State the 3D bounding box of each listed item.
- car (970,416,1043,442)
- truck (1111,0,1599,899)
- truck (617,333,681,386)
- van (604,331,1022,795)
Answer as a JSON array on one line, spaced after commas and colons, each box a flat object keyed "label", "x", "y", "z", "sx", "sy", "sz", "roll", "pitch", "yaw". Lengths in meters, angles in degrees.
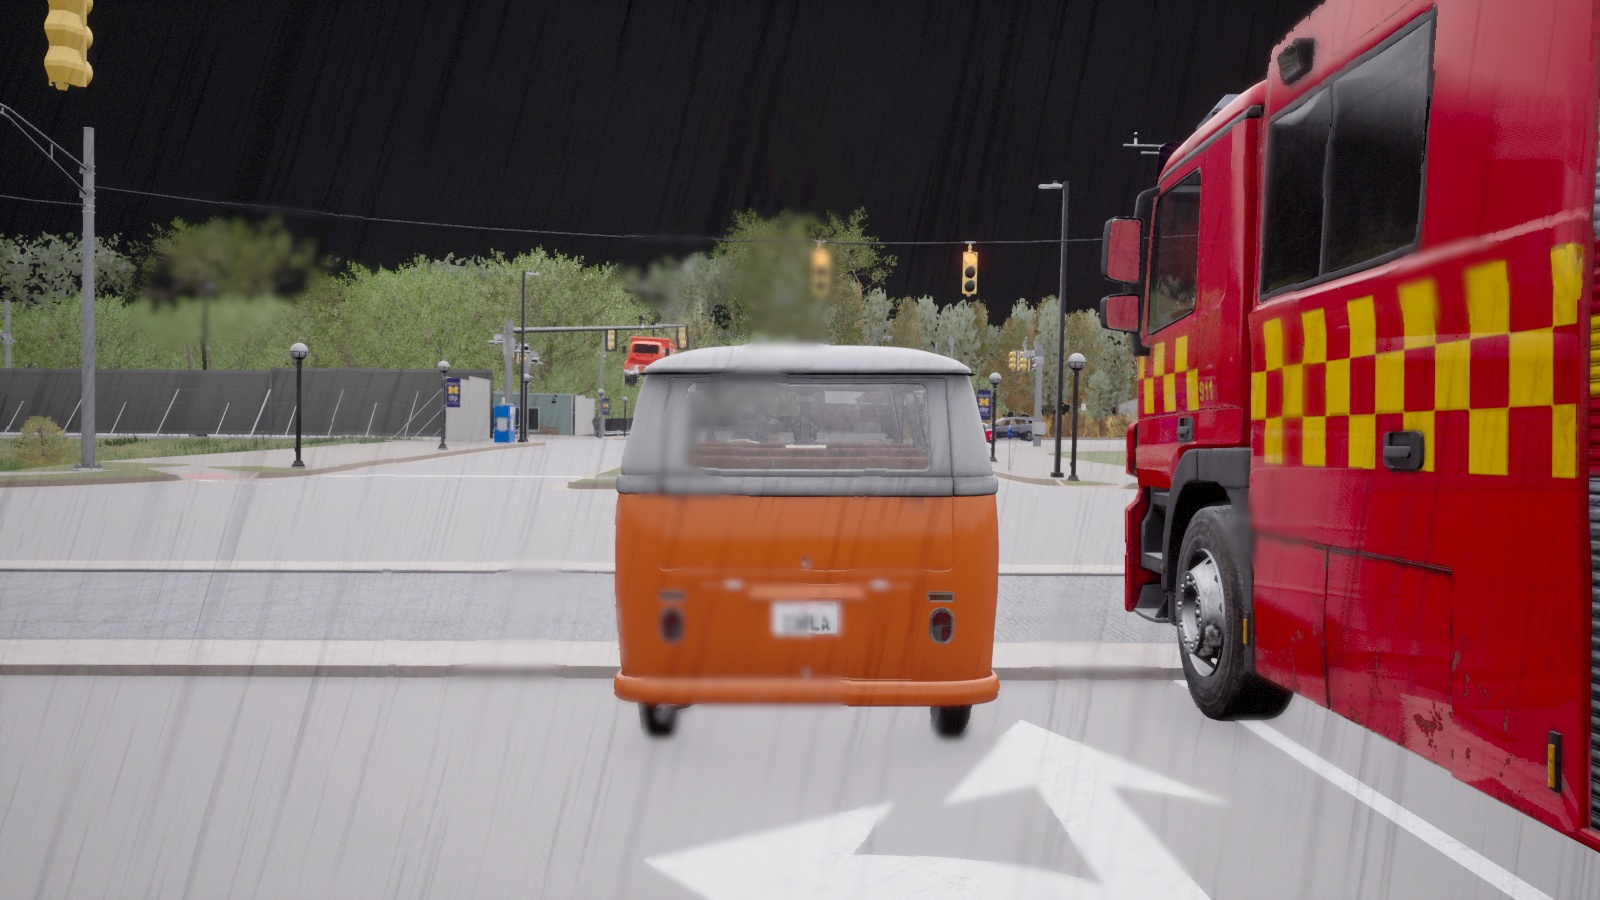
[{"label": "car", "x": 14.024, "y": -1.456, "z": 85.497, "sx": 4.611, "sy": 1.667, "sz": 2.242, "roll": -1, "pitch": 2, "yaw": 0}, {"label": "truck", "x": 3.567, "y": -0.440, "z": 4.371, "sx": 2.891, "sy": 3.827, "sz": 8.468, "roll": 0, "pitch": 0, "yaw": 0}, {"label": "truck", "x": -8.159, "y": -4.874, "z": 68.417, "sx": 2.627, "sy": 2.467, "sz": 5.204, "roll": 3, "pitch": 1, "yaw": 1}, {"label": "van", "x": 0.055, "y": 0.406, "z": 7.595, "sx": 1.775, "sy": 1.987, "sz": 4.442, "roll": 0, "pitch": 2, "yaw": 0}]
